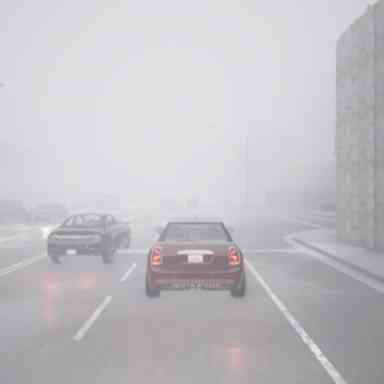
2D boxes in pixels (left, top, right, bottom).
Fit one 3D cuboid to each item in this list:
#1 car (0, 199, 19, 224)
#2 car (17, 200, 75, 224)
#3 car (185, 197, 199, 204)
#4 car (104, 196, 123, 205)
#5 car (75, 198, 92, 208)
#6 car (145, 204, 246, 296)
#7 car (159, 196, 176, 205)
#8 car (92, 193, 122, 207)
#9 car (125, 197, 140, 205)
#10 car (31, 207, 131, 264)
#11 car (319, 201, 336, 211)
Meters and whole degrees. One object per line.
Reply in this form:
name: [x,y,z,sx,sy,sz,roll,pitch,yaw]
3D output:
car: [-14.121,1.346,24.522,2.097,1.767,4.553,0,0,0]
car: [-10.622,1.499,24.639,1.837,1.490,4.892,0,0,0]
car: [0.056,1.466,49.423,1.882,1.535,5.008,0,0,0]
car: [-14.114,1.534,60.232,2.033,1.411,5.357,0,0,1]
car: [-14.139,1.537,43.696,2.033,1.411,5.357,0,0,0]
car: [0.075,1.350,8.784,2.097,1.767,4.553,0,0,0]
car: [-3.442,1.342,47.557,2.097,1.767,4.553,0,0,0]
car: [-10.637,1.212,42.624,2.150,2.045,5.566,0,0,0]
car: [-10.622,1.551,59.763,1.994,1.385,4.181,0,0,0]
car: [-3.419,1.489,11.864,2.128,1.511,4.902,0,0,0]
car: [17.987,1.539,39.229,5.357,1.411,2.033,0,0,-1]
